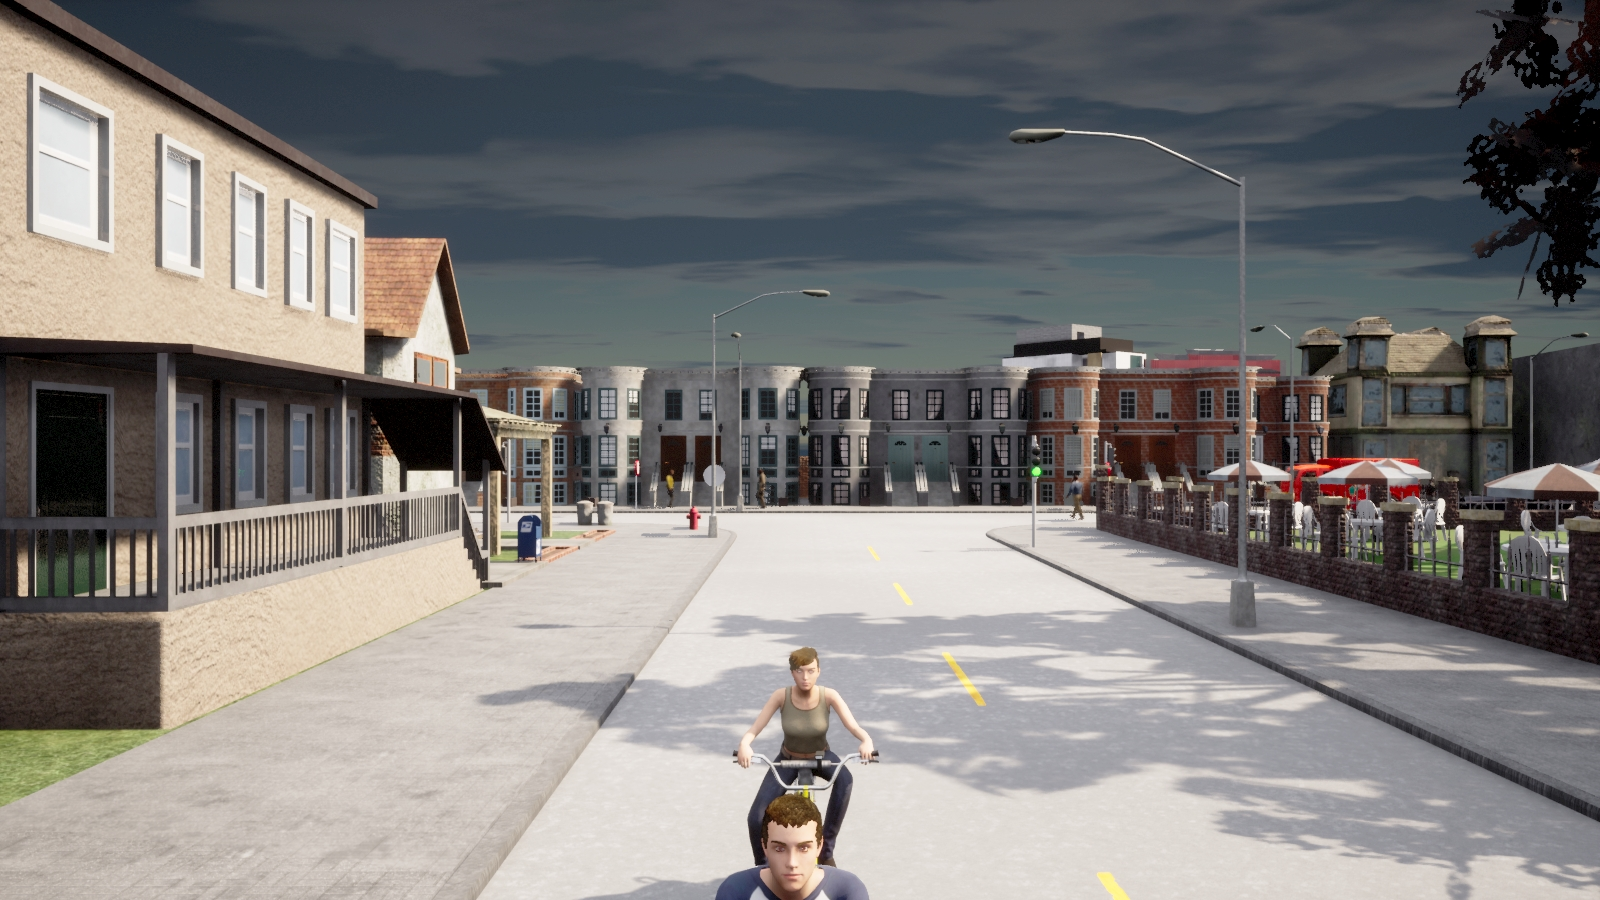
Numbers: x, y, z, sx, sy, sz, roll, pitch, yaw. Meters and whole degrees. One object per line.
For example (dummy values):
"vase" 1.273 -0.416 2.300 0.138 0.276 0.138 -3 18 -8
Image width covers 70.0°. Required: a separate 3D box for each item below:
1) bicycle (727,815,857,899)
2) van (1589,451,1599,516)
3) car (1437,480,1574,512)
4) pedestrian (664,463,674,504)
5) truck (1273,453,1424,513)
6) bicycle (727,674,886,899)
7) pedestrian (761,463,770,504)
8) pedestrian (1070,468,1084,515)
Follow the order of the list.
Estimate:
"bicycle" -0.022 1.938 3.212 0.373 1.296 1.643 0 0 0
"van" 34.638 1.333 44.887 5.915 2.561 1.988 0 0 0
"car" 30.125 1.955 48.889 4.718 1.301 1.895 0 0 0
"pedestrian" -6.030 1.546 52.679 0.375 1.860 0.375 0 0 7
"truck" 23.374 1.365 48.875 5.204 2.467 2.627 0 0 0
"bicycle" 0.033 2.040 6.906 0.859 1.080 1.487 0 0 0
"pedestrian" -1.602 1.546 52.527 0.375 1.860 0.375 0 0 3
"pedestrian" 11.013 1.647 45.401 0.375 1.860 0.375 0 0 -23
